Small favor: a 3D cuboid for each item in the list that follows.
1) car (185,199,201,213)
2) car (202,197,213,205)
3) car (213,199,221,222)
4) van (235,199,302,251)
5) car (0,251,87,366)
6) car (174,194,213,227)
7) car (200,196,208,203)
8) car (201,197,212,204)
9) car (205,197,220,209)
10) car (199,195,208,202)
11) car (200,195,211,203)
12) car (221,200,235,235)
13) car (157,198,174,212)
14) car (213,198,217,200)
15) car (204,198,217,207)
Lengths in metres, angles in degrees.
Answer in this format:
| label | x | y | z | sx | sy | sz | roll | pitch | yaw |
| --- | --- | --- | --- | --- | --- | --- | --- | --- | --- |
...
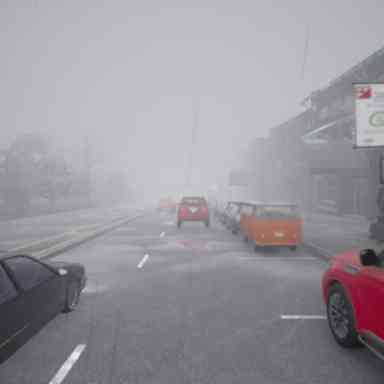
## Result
| label | x | y | z | sx | sy | sz | roll | pitch | yaw |
| --- | --- | --- | --- | --- | --- | --- | --- | --- | --- |
| car | 0.086 | 1.709 | 42.080 | 1.882 | 1.535 | 5.008 | 0 | 0 | 0 |
| car | 3.191 | 1.862 | 69.471 | 2.231 | 1.521 | 4.892 | 0 | 0 | 0 |
| car | 3.216 | 1.689 | 30.799 | 2.002 | 1.452 | 4.674 | 0 | 0 | 0 |
| van | 3.220 | 1.334 | 14.469 | 1.878 | 1.987 | 4.442 | 0 | 0 | 0 |
| car | -3.152 | 1.574 | 4.680 | 2.033 | 1.411 | 5.357 | 0 | 0 | 0 |
| car | 0.090 | 1.350 | 23.922 | 2.150 | 2.045 | 5.566 | 0 | -1 | 0 |
| car | 3.172 | 1.950 | 86.364 | 1.946 | 1.575 | 5.366 | 0 | 0 | 0 |
| car | 3.187 | 1.892 | 74.998 | 2.231 | 1.521 | 4.892 | 0 | 0 | 0 |
| car | 3.210 | 1.644 | 52.872 | 2.185 | 1.767 | 4.553 | 0 | 0 | 0 |
| car | 3.166 | 1.856 | 91.673 | 2.185 | 1.767 | 4.553 | 0 | 0 | 0 |
| car | 3.179 | 1.671 | 80.683 | 2.435 | 2.045 | 5.566 | 0 | 0 | 0 |
| car | 3.219 | 1.464 | 19.846 | 2.185 | 1.767 | 4.553 | 0 | 0 | 0 |
| car | -3.164 | 1.585 | 42.186 | 2.097 | 1.767 | 4.553 | 0 | 0 | 0 |
| car | 3.213 | 1.680 | 36.320 | 2.231 | 1.521 | 4.892 | 0 | 0 | 0 |
| car | 3.206 | 1.798 | 58.614 | 1.946 | 1.575 | 5.366 | 0 | 0 | 0 |
